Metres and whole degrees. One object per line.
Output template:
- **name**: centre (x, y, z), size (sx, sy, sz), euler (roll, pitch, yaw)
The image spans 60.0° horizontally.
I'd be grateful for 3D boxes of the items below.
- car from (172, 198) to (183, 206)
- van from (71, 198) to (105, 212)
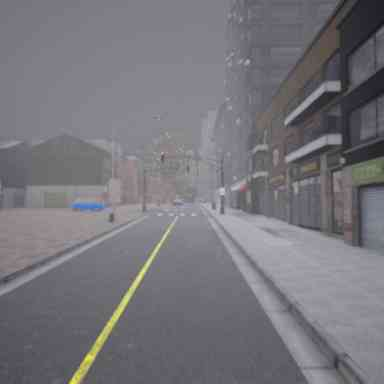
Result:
- **car**: centre (-2.763, 2.007, 64.934), size (1.882, 1.535, 5.008), euler (0, 0, 0)
- **van**: centre (-12.933, 1.693, 41.736), size (3.998, 1.788, 1.690), euler (0, -3, 0)
